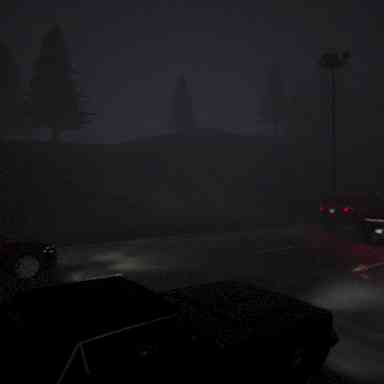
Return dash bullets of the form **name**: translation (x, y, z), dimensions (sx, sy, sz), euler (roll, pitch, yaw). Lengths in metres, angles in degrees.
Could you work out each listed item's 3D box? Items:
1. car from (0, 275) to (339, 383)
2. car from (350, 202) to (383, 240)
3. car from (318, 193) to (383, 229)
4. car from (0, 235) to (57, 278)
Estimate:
- **car**: translation (-0.617, 1.590, 3.298), dimensions (4.718, 1.301, 1.895), euler (-1, 0, -35)
- **car**: translation (9.547, 1.364, 14.918), dimensions (4.902, 1.511, 2.128), euler (-1, 0, -36)
- **car**: translation (9.631, 1.073, 19.303), dimensions (5.566, 2.045, 2.150), euler (-1, 0, -36)
- **car**: translation (-5.955, 1.477, 8.087), dimensions (5.008, 1.535, 1.882), euler (0, 0, -36)
